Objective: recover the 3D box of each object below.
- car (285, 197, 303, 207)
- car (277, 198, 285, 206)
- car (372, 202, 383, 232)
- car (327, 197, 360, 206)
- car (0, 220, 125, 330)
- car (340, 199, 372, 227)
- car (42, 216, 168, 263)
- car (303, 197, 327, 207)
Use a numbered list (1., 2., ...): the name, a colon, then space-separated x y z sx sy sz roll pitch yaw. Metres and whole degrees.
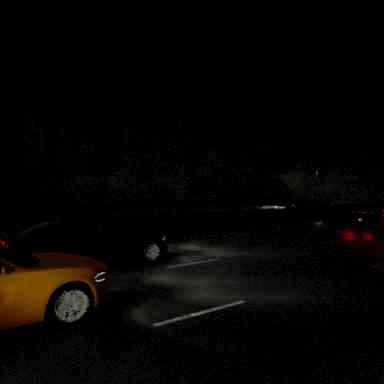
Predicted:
1. car: 15.451 1.391 45.008 5.357 1.411 2.033 0 0 -35
2. car: 14.305 1.410 48.474 4.181 1.385 1.994 0 0 -35
3. car: 11.294 1.141 16.117 5.566 2.045 2.150 0 0 -36
4. car: 18.171 1.321 38.368 5.008 1.535 1.882 0 0 -35
5. car: -3.835 1.478 5.310 5.008 1.535 1.882 0 0 -36
6. car: 11.736 1.398 20.718 4.902 1.511 2.128 0 0 -36
7. car: -3.094 1.463 10.138 5.008 1.535 1.882 0 0 -36
8. car: 16.415 1.368 41.411 4.674 1.442 1.812 0 0 -35
